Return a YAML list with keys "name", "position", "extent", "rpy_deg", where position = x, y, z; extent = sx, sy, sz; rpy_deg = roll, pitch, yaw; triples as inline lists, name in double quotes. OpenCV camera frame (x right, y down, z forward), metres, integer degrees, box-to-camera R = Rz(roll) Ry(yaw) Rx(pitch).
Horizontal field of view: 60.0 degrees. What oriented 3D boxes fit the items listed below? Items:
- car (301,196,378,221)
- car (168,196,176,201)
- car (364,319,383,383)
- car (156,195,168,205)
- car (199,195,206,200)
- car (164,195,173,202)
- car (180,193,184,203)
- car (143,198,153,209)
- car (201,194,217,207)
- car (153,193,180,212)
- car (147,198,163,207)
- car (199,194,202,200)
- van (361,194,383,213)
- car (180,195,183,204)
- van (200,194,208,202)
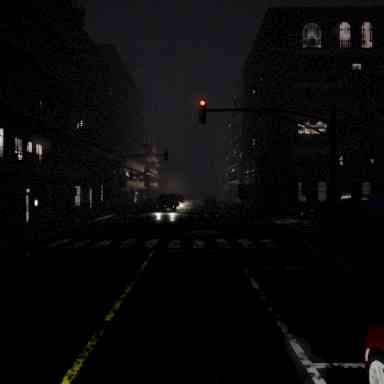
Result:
- name: "car"
  position: [10.528, 1.291, 24.524]
  extent: [4.902, 1.511, 2.128]
  rpy_deg: [-1, 0, -4]
- name: "car"
  position: [-5.449, 1.632, 89.528]
  extent: [1.802, 1.307, 4.206]
  rpy_deg: [-1, 0, 0]
- name: "car"
  position: [2.687, 1.544, 1.805]
  extent: [1.887, 1.381, 4.507]
  rpy_deg: [0, 0, 0]
- name: "car"
  position: [-5.528, 1.462, 61.888]
  extent: [1.967, 1.590, 4.097]
  rpy_deg: [-1, 0, 0]
- name: "car"
  position: [2.946, 1.602, 95.027]
  extent: [1.887, 1.381, 4.507]
  rpy_deg: [-1, 0, 0]
- name: "car"
  position: [-5.481, 1.563, 78.302]
  extent: [1.752, 1.417, 4.829]
  rpy_deg: [-1, 0, 0]
- name: "car"
  position: [-2.828, 1.246, 67.453]
  extent: [2.150, 2.045, 5.566]
  rpy_deg: [0, 0, 1]
- name: "car"
  position: [-5.572, 1.561, 45.305]
  extent: [2.008, 1.369, 4.403]
  rpy_deg: [0, 0, 0]
- name: "car"
  position: [2.822, 1.454, 50.804]
  extent: [1.967, 1.590, 4.097]
  rpy_deg: [-1, 0, 0]
- name: "car"
  position: [-2.989, 1.228, 40.085]
  extent: [2.150, 2.045, 5.566]
  rpy_deg: [0, 0, 0]
- name: "car"
  position: [-5.557, 1.580, 50.832]
  extent: [1.947, 1.339, 4.313]
  rpy_deg: [0, 0, 0]
- name: "car"
  position: [2.869, 1.578, 67.388]
  extent: [2.008, 1.369, 4.403]
  rpy_deg: [-1, 0, 0]
- name: "van"
  position: [15.716, 1.035, 27.340]
  extent: [3.998, 1.788, 1.690]
  rpy_deg: [-1, 1, -1]
- name: "car"
  position: [-2.950, 1.562, 52.213]
  extent: [2.033, 1.411, 5.357]
  rpy_deg: [0, 0, 0]
- name: "van"
  position: [2.898, 1.379, 78.443]
  extent: [1.690, 1.788, 3.998]
  rpy_deg: [-1, 0, 0]
